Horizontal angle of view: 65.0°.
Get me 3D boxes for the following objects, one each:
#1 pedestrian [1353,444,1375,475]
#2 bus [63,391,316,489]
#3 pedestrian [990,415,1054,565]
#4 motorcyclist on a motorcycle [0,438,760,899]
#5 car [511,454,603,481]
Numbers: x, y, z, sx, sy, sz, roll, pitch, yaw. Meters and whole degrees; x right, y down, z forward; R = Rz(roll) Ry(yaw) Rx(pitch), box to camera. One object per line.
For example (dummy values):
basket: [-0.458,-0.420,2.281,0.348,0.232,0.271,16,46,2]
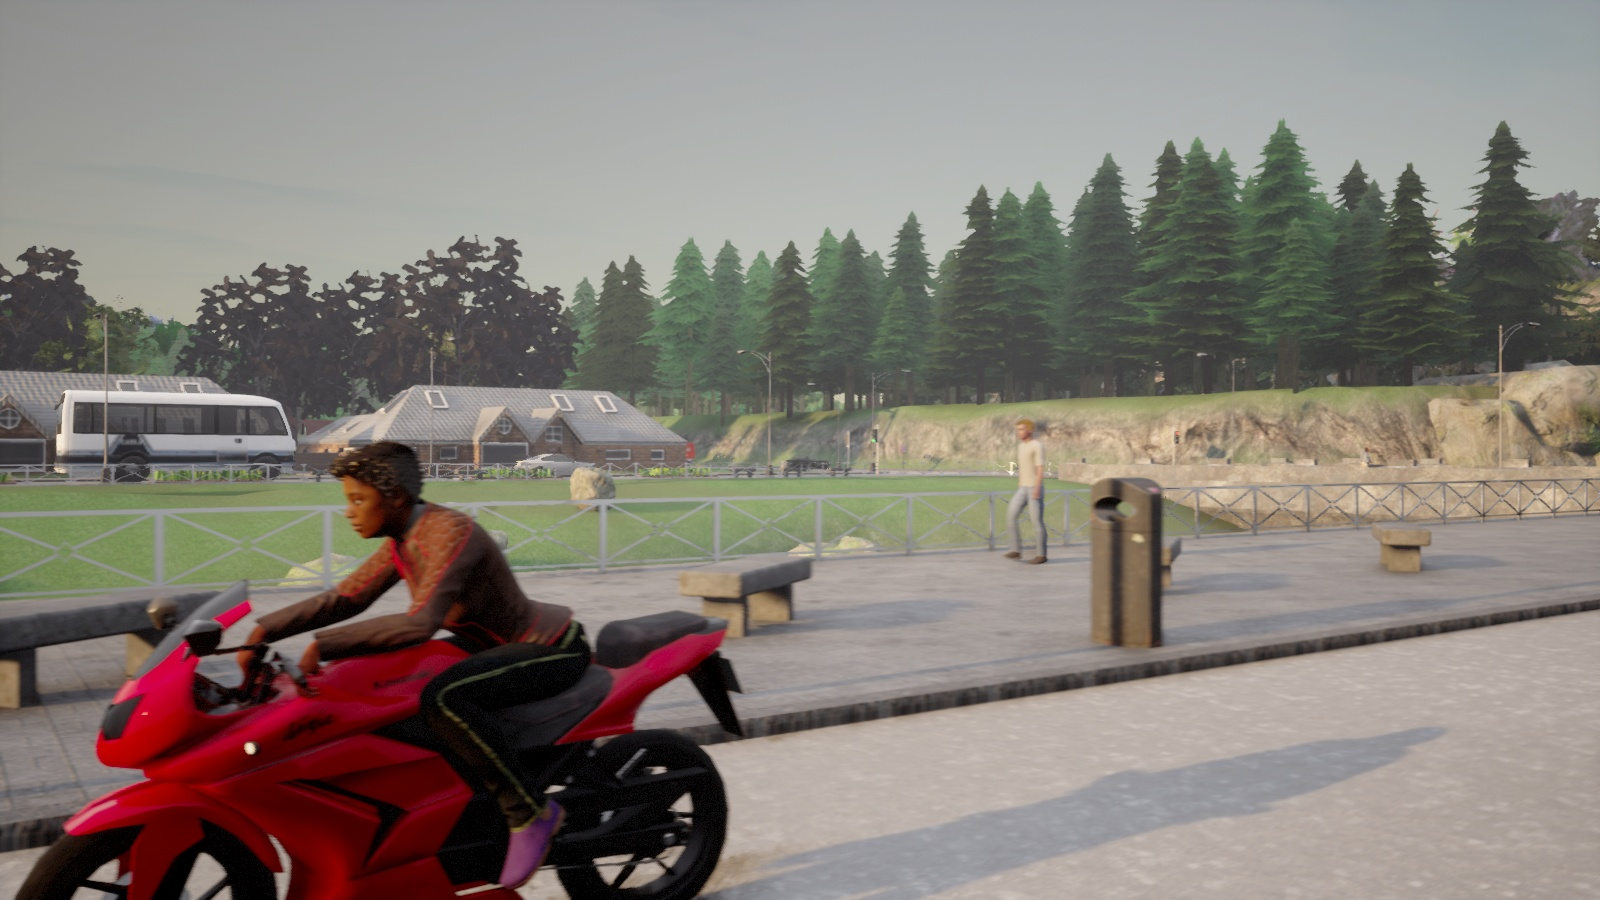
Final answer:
pedestrian: [33.772,0.568,75.167,0.874,1.855,0.900,0,0,-34]
bus: [-28.749,-0.425,59.389,10.273,4.253,3.944,0,0,-35]
pedestrian: [2.758,0.487,15.618,0.706,1.836,0.354,0,0,-24]
motorcyclist on a motorcycle: [-1.185,0.738,3.442,2.044,1.523,0.797,0,0,-35]
car: [-13.530,0.971,69.972,4.674,1.442,1.812,0,0,-35]
